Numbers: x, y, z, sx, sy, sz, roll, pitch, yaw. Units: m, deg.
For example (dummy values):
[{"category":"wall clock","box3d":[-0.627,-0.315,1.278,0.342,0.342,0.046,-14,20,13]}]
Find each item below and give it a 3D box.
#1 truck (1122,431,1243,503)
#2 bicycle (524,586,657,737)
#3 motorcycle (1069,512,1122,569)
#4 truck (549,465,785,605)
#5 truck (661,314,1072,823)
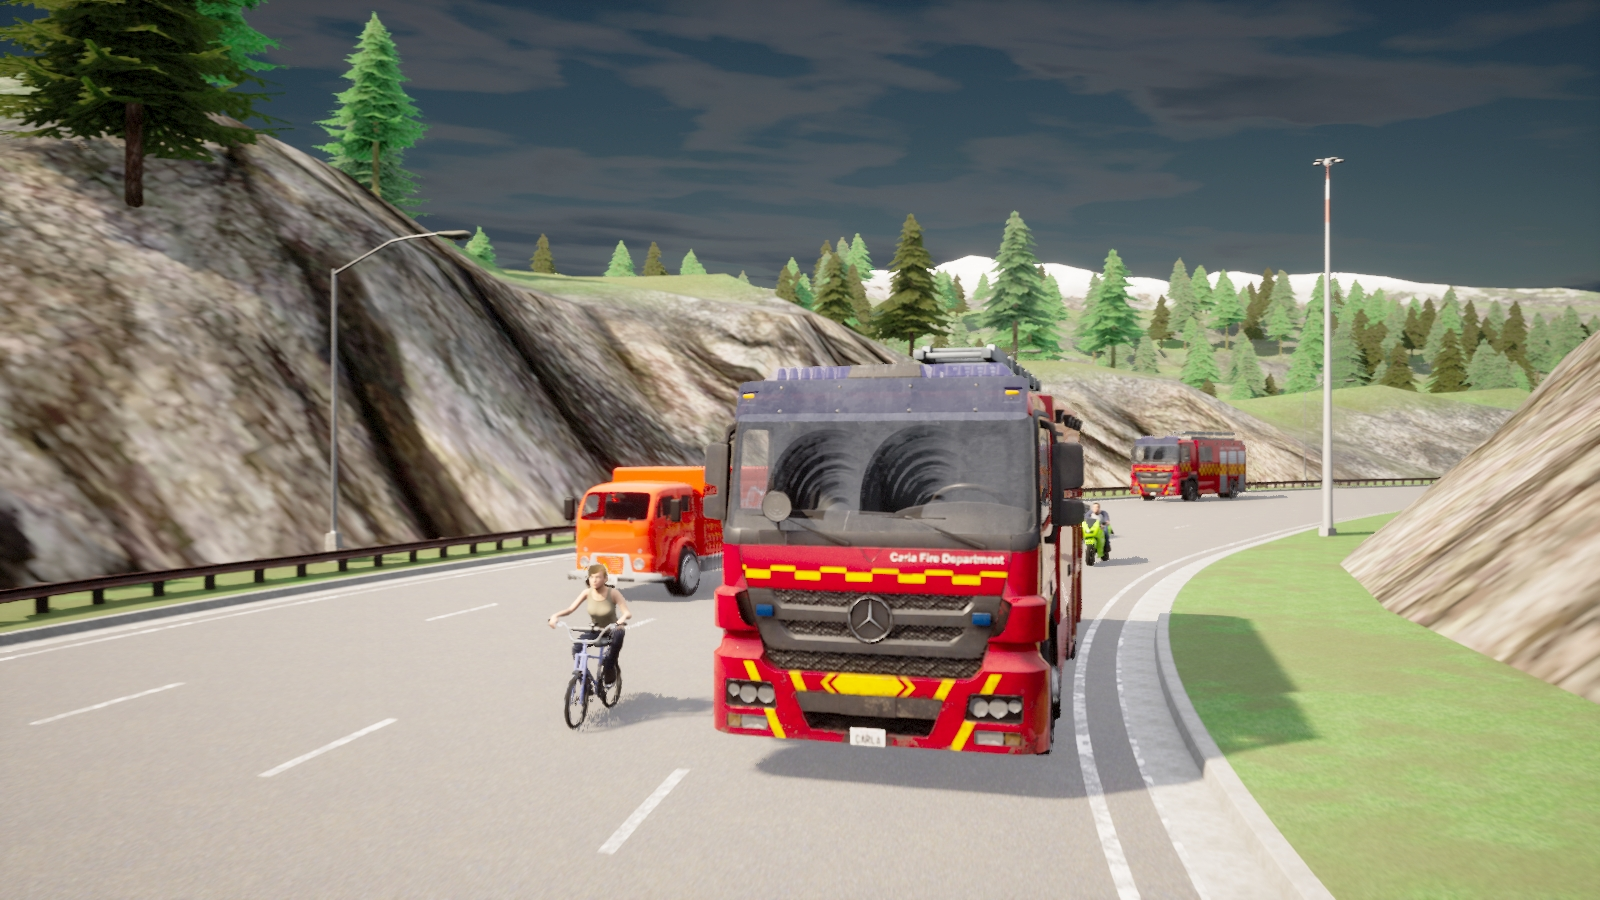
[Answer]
[{"category":"truck","box3d":[21.521,0.894,63.946,8.468,3.827,2.891,0,0,-45]},{"category":"bicycle","box3d":[-2.152,2.158,11.951,0.859,1.277,1.487,0,0,12]},{"category":"motorcycle","box3d":[7.251,2.187,27.967,0.803,1.199,2.033,0,0,28]},{"category":"truck","box3d":[-2.531,1.570,23.456,2.627,2.467,5.204,0,0,22]},{"category":"truck","box3d":[1.418,0.891,13.057,2.891,3.827,8.468,0,0,16]}]
